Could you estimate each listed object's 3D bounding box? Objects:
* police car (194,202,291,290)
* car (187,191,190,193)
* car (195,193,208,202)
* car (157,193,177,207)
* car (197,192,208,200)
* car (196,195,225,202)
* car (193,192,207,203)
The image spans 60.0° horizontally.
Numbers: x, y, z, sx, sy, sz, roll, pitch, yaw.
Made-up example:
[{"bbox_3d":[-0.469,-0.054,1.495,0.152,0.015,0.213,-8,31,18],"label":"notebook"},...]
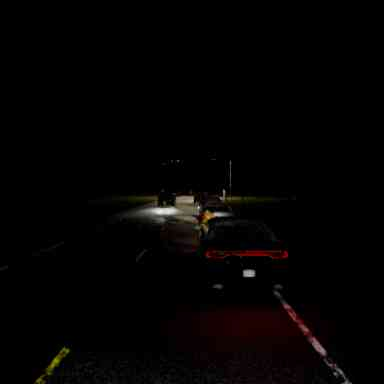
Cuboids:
[{"bbox_3d":[1.102,1.287,8.839,1.930,1.638,5.238,0,1,1],"label":"police car"},{"bbox_3d":[-0.132,0.086,78.336,1.994,1.385,4.181,0,1,5],"label":"car"},{"bbox_3d":[1.409,1.088,24.678,1.882,1.535,5.008,0,1,2],"label":"car"},{"bbox_3d":[-2.757,0.890,37.688,2.128,1.511,4.902,0,1,3],"label":"car"},{"bbox_3d":[1.883,0.653,58.492,1.895,1.301,4.718,0,1,4],"label":"car"},{"bbox_3d":[1.266,1.159,18.888,1.801,1.575,5.366,0,1,1],"label":"car"},{"bbox_3d":[1.229,0.734,46.277,1.882,1.535,5.008,0,1,3],"label":"car"}]
